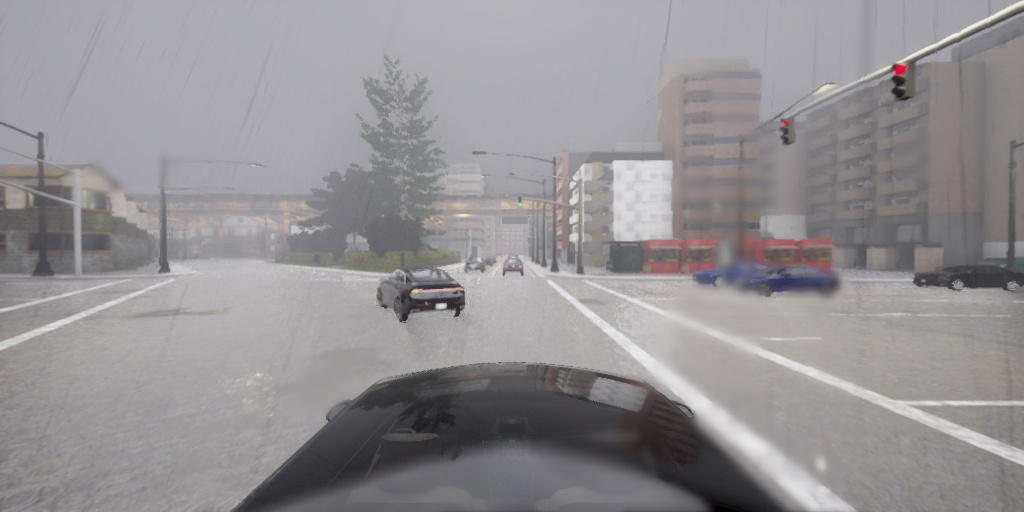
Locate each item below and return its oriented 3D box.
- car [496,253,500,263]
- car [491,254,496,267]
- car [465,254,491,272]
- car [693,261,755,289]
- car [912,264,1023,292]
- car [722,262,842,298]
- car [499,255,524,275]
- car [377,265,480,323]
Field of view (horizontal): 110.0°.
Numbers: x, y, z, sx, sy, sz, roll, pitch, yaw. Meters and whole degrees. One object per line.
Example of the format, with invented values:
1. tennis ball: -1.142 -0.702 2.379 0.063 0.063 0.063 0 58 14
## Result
1. car: -3.535 0.503 60.240 1.837 1.490 4.892 0 2 1
2. car: -3.549 0.753 48.575 1.895 1.301 4.718 0 1 0
3. car: -3.583 0.804 35.847 2.128 1.511 4.902 0 1 0
4. car: 13.132 1.059 20.696 5.008 1.535 1.882 0 1 0
5. car: 26.341 1.202 20.800 5.008 1.535 1.882 1 1 0
6. car: 13.067 1.154 17.178 4.674 1.442 1.812 0 1 -1
7. car: 0.099 0.897 32.315 2.033 1.411 5.357 0 1 0
8. car: -3.142 1.120 11.838 2.128 1.511 4.902 0 1 -30
